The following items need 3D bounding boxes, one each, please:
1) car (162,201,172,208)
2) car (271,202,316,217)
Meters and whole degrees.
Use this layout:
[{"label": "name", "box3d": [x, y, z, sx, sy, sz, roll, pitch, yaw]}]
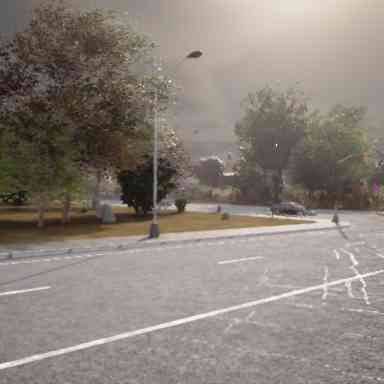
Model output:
[{"label": "car", "box3d": [-5.135, 1.795, 54.912, 1.837, 1.490, 4.892, 1, 0, -38]}, {"label": "car", "box3d": [10.532, 1.829, 34.736, 2.128, 1.511, 4.902, 1, 0, -38]}]
